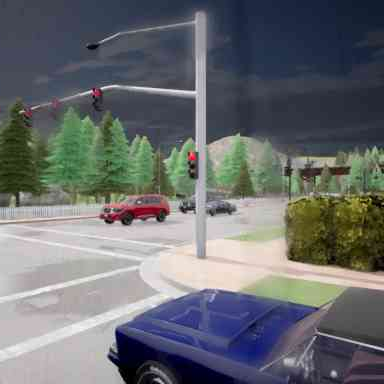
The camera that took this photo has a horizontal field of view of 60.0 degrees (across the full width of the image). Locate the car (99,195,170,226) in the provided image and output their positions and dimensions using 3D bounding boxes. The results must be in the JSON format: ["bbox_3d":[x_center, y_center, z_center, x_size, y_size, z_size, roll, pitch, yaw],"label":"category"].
[{"bbox_3d":[-3.997,1.221,24.249,2.150,2.045,5.566,0,0,38],"label":"car"}]

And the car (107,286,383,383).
[{"bbox_3d":[1.432,1.601,2.943,4.718,1.301,1.895,0,0,36],"label":"car"}]

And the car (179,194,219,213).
[{"bbox_3d":[0.983,1.221,36.168,2.150,2.045,5.566,0,0,39],"label":"car"}]

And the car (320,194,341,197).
[{"bbox_3d":[16.210,1.221,38.203,2.150,2.045,5.566,0,0,38],"label":"car"}]

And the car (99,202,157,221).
[{"bbox_3d":[-5.348,1.601,28.182,1.895,1.301,4.718,0,0,38],"label":"car"}]

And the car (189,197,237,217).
[{"bbox_3d":[2.364,1.547,32.282,2.033,1.411,5.357,0,0,38],"label":"car"}]
